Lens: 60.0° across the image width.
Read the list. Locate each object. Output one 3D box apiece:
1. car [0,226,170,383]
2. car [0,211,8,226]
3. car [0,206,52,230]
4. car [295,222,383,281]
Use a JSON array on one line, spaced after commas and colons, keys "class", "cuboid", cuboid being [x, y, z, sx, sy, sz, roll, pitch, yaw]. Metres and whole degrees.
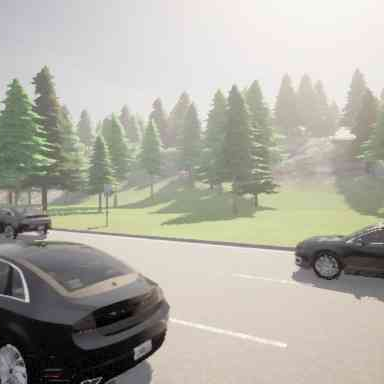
[{"class": "car", "cuboid": [-2.618, 1.506, 5.000, 4.892, 1.490, 1.837, 0, 0, 31]}, {"class": "car", "cuboid": [-10.139, 1.547, 13.485, 5.357, 1.411, 2.033, 0, 0, 30]}, {"class": "car", "cuboid": [-9.264, 1.490, 16.984, 4.902, 1.511, 2.128, 0, 0, 30]}, {"class": "car", "cuboid": [5.138, 1.506, 8.393, 4.892, 1.490, 1.837, 0, 0, 33]}]
